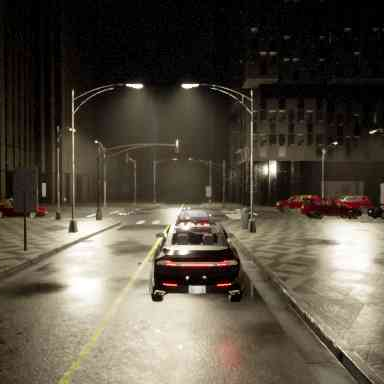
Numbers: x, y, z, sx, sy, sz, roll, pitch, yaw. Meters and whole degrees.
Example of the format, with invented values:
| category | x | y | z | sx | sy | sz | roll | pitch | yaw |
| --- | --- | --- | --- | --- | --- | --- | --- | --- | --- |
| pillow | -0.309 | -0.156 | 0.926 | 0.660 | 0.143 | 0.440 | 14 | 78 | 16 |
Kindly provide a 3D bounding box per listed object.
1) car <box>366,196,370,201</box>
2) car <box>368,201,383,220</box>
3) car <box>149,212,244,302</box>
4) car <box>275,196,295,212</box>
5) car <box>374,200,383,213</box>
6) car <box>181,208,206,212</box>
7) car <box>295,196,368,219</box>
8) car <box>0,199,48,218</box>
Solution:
| category | x | y | z | sx | sy | sz | roll | pitch | yaw |
| --- | --- | --- | --- | --- | --- | --- | --- | --- | --- |
| car | 17.699 | 1.354 | 37.701 | 5.009 | 1.841 | 2.192 | 0 | 1 | 0 |
| car | 17.725 | 1.743 | 29.180 | 4.313 | 1.339 | 1.947 | 0 | 1 | 0 |
| car | 0.089 | 1.490 | 8.235 | 2.128 | 1.511 | 4.902 | 0 | 0 | 0 |
| car | 12.056 | 1.326 | 37.676 | 5.009 | 1.841 | 2.192 | 0 | 1 | 0 |
| car | 23.340 | 1.635 | 37.728 | 4.313 | 1.339 | 1.947 | 0 | 1 | 0 |
| car | 0.077 | 1.550 | 17.944 | 2.033 | 1.411 | 5.357 | 0 | 0 | 0 |
| car | 12.083 | 1.463 | 29.152 | 5.009 | 1.841 | 2.192 | 0 | 1 | 0 |
| car | -14.959 | 1.566 | 29.036 | 4.507 | 1.381 | 1.887 | 0 | 1 | 0 |
